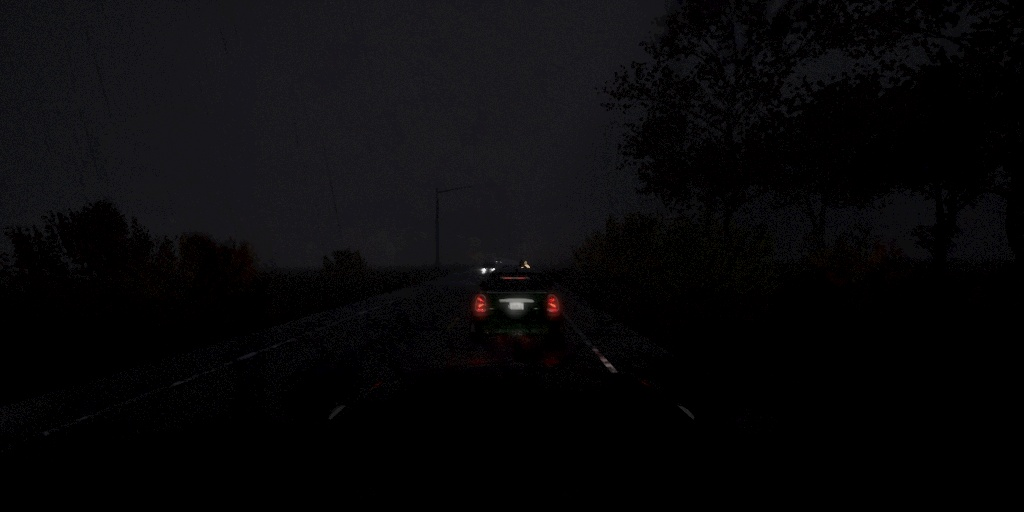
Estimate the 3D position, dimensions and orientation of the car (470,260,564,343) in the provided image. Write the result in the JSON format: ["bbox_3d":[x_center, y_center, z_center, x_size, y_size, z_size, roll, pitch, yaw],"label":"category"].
[{"bbox_3d":[0.113,1.097,9.818,2.097,1.767,4.553,0,0,0],"label":"car"}]

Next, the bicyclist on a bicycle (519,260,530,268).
[{"bbox_3d":[0.974,1.170,25.641,0.866,1.612,1.509,0,0,1],"label":"bicyclist on a bicycle"}]

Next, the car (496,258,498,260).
[{"bbox_3d":[-3.739,1.318,57.648,1.895,1.301,4.718,0,0,0],"label":"car"}]
